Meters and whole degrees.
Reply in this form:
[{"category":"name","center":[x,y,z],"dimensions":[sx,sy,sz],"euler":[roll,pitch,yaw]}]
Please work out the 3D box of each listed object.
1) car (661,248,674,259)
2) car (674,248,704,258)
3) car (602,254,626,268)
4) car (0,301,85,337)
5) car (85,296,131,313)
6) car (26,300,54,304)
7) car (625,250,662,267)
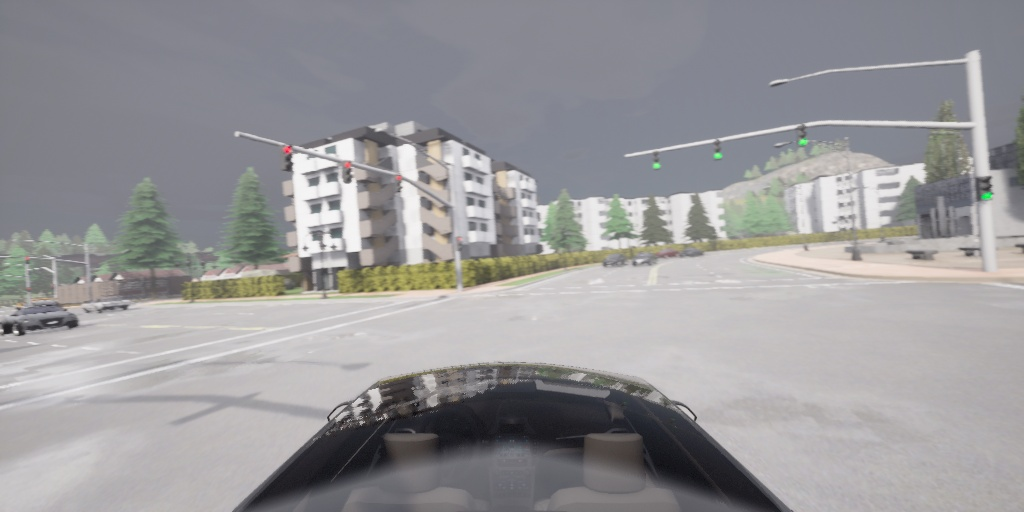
[{"category":"car","center":[22.907,-0.351,53.297],"dimensions":[5.008,1.535,1.882],"euler":[-4,0,-38]},{"category":"car","center":[25.324,-0.469,50.718],"dimensions":[4.181,1.385,1.994],"euler":[-4,0,-38]},{"category":"car","center":[11.813,0.500,41.110],"dimensions":[1.837,1.490,4.892],"euler":[-5,-1,33]},{"category":"car","center":[-25.652,3.429,19.450],"dimensions":[4.181,1.385,1.994],"euler":[-5,0,25]},{"category":"car","center":[-37.059,4.433,32.710],"dimensions":[4.718,1.301,1.895],"euler":[-5,0,26]},{"category":"car","center":[-39.502,4.518,30.002],"dimensions":[4.892,1.490,1.837],"euler":[-5,0,26]},{"category":"car","center":[14.086,0.293,38.182],"dimensions":[2.128,1.511,4.902],"euler":[-5,-1,32]}]
